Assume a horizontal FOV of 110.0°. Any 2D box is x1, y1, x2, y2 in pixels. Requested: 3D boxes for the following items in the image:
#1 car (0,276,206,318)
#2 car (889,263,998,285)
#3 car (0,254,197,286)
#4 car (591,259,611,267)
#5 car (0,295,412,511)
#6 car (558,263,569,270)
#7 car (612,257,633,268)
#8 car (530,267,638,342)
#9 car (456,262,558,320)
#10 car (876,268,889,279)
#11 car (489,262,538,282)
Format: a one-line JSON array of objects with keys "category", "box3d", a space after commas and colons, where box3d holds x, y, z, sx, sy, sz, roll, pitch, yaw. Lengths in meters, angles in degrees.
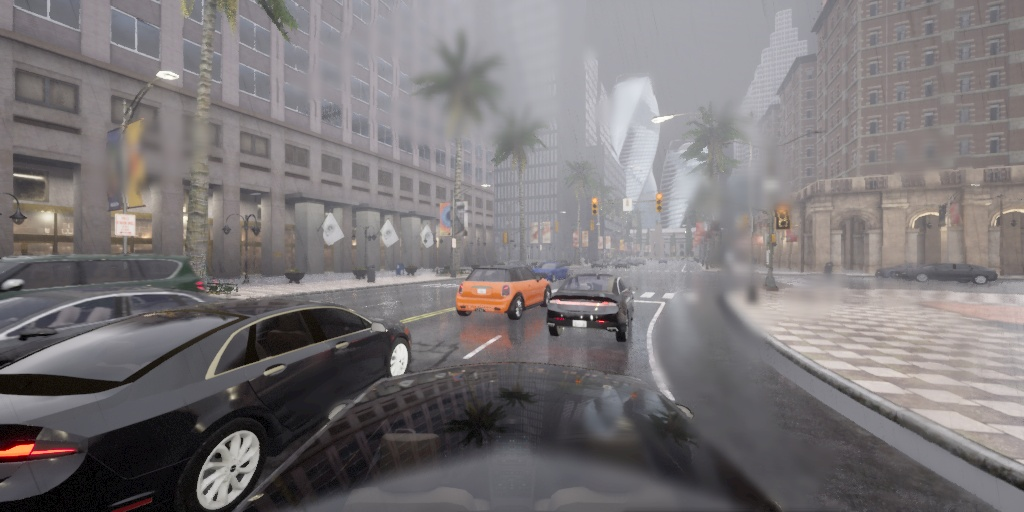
[{"category": "car", "box3d": [-6.473, 1.241, 5.206, 2.128, 1.511, 4.902, 0, 0, 11]}, {"category": "car", "box3d": [31.568, 1.254, 26.252, 4.892, 1.490, 1.837, 0, 0, 25]}, {"category": "car", "box3d": [-9.635, 0.971, 7.338, 2.150, 2.045, 5.566, 0, 0, 13]}, {"category": "car", "box3d": [14.397, 1.254, 58.846, 1.837, 1.490, 4.892, 0, 0, 27]}, {"category": "car", "box3d": [-2.855, 1.255, 4.273, 1.837, 1.490, 4.892, 0, 0, 8]}, {"category": "car", "box3d": [2.988, 1.227, 28.132, 1.882, 1.535, 5.008, 0, 0, 26]}, {"category": "car", "box3d": [17.972, 1.254, 58.170, 1.837, 1.490, 4.892, 0, 0, 27]}, {"category": "car", "box3d": [2.339, 1.241, 9.962, 2.128, 1.511, 4.902, 0, 0, 21]}, {"category": "car", "box3d": [-0.097, 1.102, 12.982, 2.097, 1.767, 4.553, 0, 0, 23]}, {"category": "car", "box3d": [32.932, 1.313, 29.479, 4.181, 1.385, 1.994, 0, 0, 26]}, {"category": "car", "box3d": [0.262, 1.297, 30.510, 2.033, 1.411, 5.357, 0, 0, 26]}]
